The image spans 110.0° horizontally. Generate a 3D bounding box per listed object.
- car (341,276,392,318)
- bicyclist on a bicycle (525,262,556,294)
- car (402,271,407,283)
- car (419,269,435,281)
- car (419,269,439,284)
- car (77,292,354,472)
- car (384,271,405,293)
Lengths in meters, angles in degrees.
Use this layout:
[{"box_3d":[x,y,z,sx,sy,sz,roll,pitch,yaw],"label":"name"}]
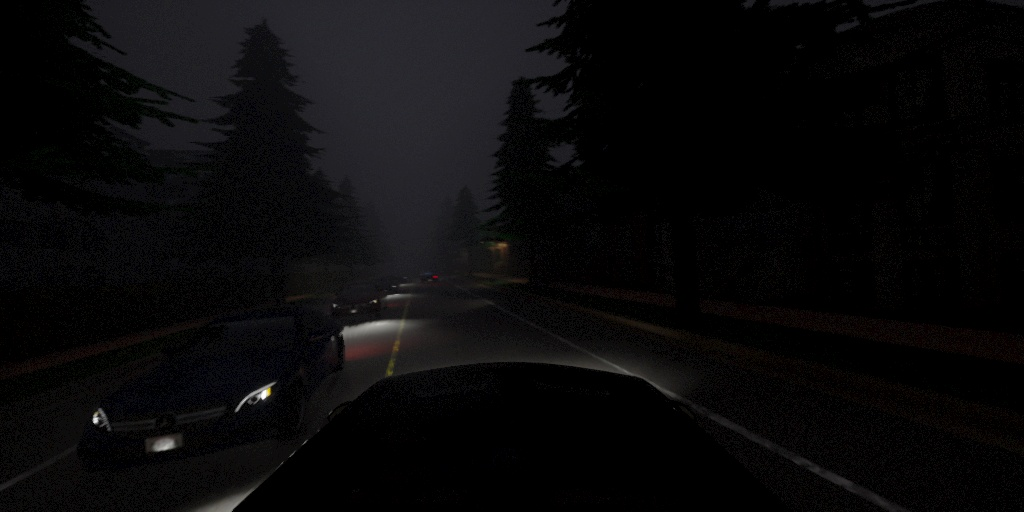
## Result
[{"box_3d":[-6.575,1.864,15.751,1.812,1.442,4.674,-4,0,-15],"label":"car"},{"box_3d":[1.417,1.111,18.118,1.656,1.620,0.582,-2,-1,-15],"label":"bicyclist on a bicycle"},{"box_3d":[-13.971,2.644,44.231,1.882,1.535,5.008,-4,-1,-15],"label":"car"},{"box_3d":[-12.005,2.607,50.498,2.033,1.411,5.357,-4,-1,-15],"label":"car"},{"box_3d":[-9.390,2.383,40.772,1.895,1.301,4.718,-4,-1,-14],"label":"car"},{"box_3d":[-3.924,1.581,5.658,1.812,1.442,4.674,-4,-1,-15],"label":"car"},{"box_3d":[-10.007,2.252,28.788,2.033,1.411,5.357,-4,-1,-15],"label":"car"}]
